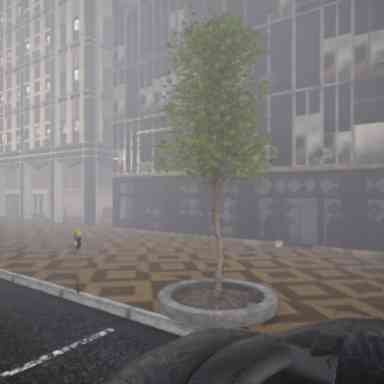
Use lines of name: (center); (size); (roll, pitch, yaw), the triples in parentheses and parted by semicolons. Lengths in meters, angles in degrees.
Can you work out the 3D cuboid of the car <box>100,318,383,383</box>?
car: (1.184, 1.565, 2.033); (4.313, 1.339, 1.947); (0, 0, 36)
